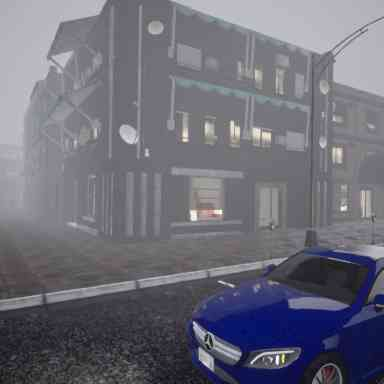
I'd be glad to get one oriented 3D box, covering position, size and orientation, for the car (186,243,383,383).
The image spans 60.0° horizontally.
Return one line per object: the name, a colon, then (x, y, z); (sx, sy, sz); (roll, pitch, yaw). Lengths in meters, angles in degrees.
car: (2.165, 1.527, 4.716); (4.674, 1.442, 1.812); (0, 0, -30)
